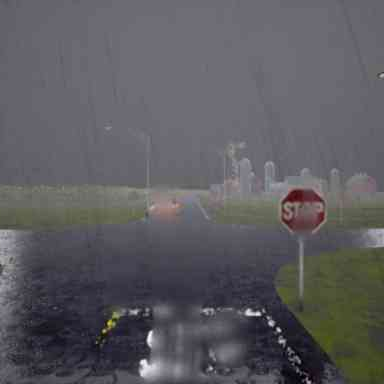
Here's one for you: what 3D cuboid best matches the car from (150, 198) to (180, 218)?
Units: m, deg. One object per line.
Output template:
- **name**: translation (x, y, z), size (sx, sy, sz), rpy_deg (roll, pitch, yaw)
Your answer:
- **car**: translation (-2.397, 1.364, 30.290), size (2.097, 1.767, 4.553), rpy_deg (0, 0, 7)
